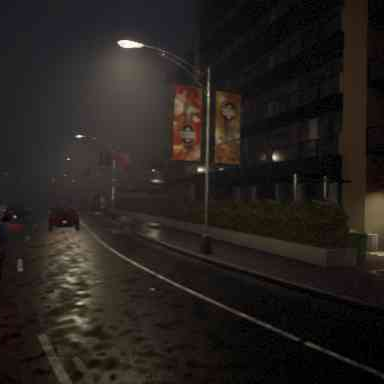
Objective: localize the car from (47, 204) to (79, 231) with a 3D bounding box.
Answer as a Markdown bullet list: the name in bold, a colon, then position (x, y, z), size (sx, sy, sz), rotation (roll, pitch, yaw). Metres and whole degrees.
- **car**: position (-9.016, 1.784, 23.312), size (1.882, 1.535, 5.008), rotation (2, -1, -23)

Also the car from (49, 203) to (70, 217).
- **car**: position (-15.256, 2.032, 38.252), size (2.033, 1.411, 5.357), rotation (2, -1, -22)

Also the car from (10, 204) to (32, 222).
- **car**: position (-15.302, 1.794, 29.260), size (1.837, 1.490, 4.892), rotation (2, -1, -23)

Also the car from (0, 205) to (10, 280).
- **car**: position (-6.661, 1.287, 9.651), size (2.150, 2.045, 5.566), rotation (2, -1, -28)
